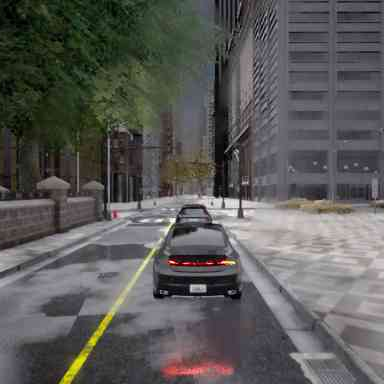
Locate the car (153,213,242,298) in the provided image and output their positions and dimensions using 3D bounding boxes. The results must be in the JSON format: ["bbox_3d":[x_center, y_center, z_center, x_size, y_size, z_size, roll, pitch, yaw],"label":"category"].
[{"bbox_3d":[0.114,1.508,8.471,1.837,1.490,4.892,0,0,0],"label":"car"}]

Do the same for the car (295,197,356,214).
[{"bbox_3d":[12.411,1.343,30.527,4.829,1.417,1.752,-1,1,0],"label":"car"}]

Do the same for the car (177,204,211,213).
[{"bbox_3d":[0.101,1.441,18.601,2.033,1.649,4.856,0,0,1],"label":"car"}]

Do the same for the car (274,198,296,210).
[{"bbox_3d":[12.111,1.330,39.054,4.829,1.417,1.752,-1,1,0],"label":"car"}]

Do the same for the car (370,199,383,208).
[{"bbox_3d":[23.452,1.146,38.988,4.829,1.417,1.752,-1,1,0],"label":"car"}]
